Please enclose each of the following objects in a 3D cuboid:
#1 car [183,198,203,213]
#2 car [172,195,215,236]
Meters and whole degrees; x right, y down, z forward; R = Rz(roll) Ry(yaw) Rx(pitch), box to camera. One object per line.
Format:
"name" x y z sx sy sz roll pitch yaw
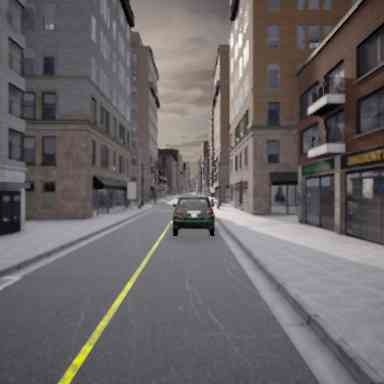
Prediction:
"car" 0.088 1.426 36.755 2.128 1.511 4.902 0 0 0
"car" 0.094 1.195 18.498 2.150 2.045 5.566 0 0 0
